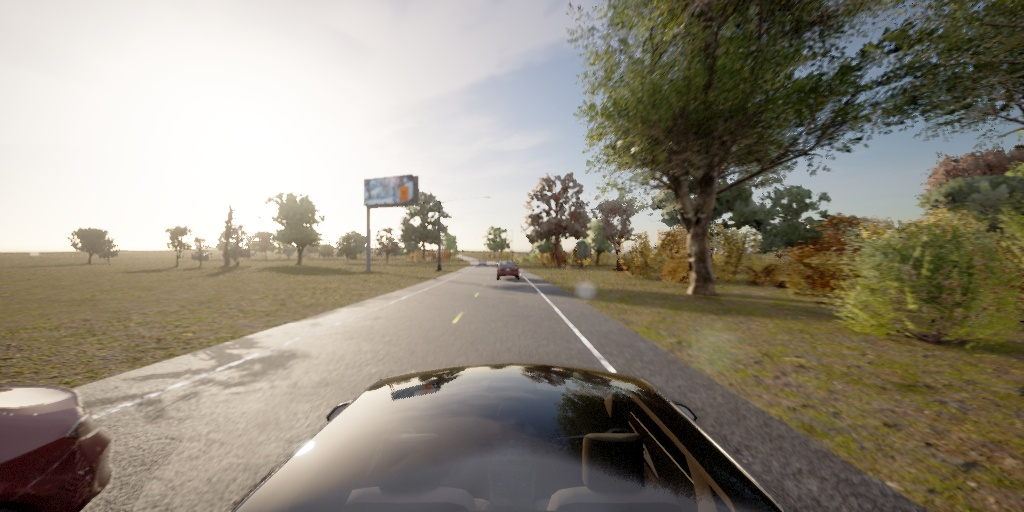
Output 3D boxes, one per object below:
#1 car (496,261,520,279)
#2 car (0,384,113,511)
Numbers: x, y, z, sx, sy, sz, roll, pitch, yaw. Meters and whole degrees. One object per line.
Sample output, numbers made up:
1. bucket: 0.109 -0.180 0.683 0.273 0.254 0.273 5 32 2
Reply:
1. car: -0.418 1.229 34.251 2.097 1.767 4.553 0 0 -2
2. car: -3.609 1.281 0.474 1.812 1.442 4.674 0 0 0
